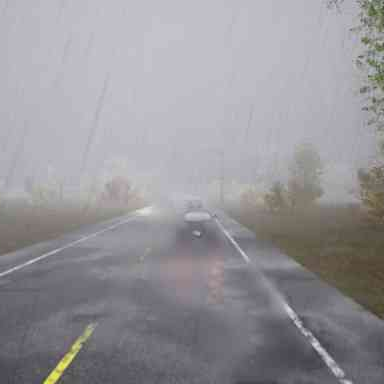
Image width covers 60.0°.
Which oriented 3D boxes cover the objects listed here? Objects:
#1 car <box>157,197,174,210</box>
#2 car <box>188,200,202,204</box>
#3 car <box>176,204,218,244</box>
[{"bbox_3d":[-3.329,1.440,42.457,1.882,1.535,5.008,0,0,1],"label":"car"},{"bbox_3d":[0.299,1.534,33.686,2.033,1.411,5.357,0,0,0],"label":"car"},{"bbox_3d":[0.240,1.524,15.811,1.812,1.442,4.674,0,0,0],"label":"car"}]
